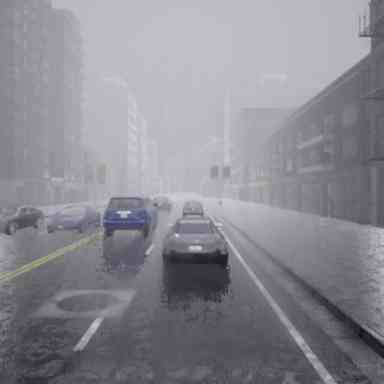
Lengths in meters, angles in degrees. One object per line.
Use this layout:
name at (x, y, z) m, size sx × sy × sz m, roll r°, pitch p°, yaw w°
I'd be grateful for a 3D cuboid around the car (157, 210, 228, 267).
car at (0.100, 1.546, 11.353) m, size 1.994 × 1.385 × 4.181 m, roll 0°, pitch 0°, yaw 0°

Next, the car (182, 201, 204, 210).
car at (0.108, 1.472, 29.319) m, size 2.033 × 1.411 × 5.357 m, roll 0°, pitch 0°, yaw 0°

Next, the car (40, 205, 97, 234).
car at (-6.594, 1.484, 19.034) m, size 1.812 × 1.442 × 4.674 m, roll 0°, pitch 0°, yaw 0°

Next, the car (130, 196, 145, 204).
car at (-9.771, 1.385, 60.018) m, size 1.994 × 1.385 × 4.181 m, roll 0°, pitch 0°, yaw 1°

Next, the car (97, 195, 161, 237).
car at (-3.144, 1.183, 18.012) m, size 2.150 × 2.045 × 5.566 m, roll 0°, pitch 0°, yaw 0°

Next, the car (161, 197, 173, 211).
car at (-3.142, 1.259, 34.499) m, size 2.097 × 1.767 × 4.553 m, roll 0°, pitch 0°, yaw 0°

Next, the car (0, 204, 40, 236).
car at (-9.845, 1.453, 18.186) m, size 2.128 × 1.511 × 4.902 m, roll 0°, pitch 0°, yaw 0°

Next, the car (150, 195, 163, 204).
car at (-6.521, 1.345, 60.843) m, size 1.812 × 1.442 × 4.674 m, roll 0°, pitch 0°, yaw 1°
